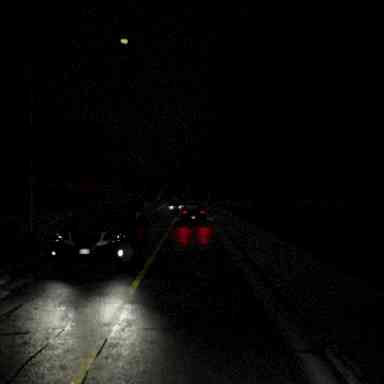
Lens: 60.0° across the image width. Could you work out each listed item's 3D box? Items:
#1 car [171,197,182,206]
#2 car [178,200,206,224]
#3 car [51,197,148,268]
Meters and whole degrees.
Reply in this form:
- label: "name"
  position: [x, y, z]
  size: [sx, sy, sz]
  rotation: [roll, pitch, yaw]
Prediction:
- label: "car"
  position: [-2.775, 1.715, 59.706]
  size: [1.882, 1.535, 5.008]
  rotation: [0, -1, 0]
- label: "car"
  position: [0.093, 1.548, 24.904]
  size: [1.812, 1.442, 4.674]
  rotation: [0, 0, 0]
- label: "car"
  position: [-2.853, 1.224, 11.601]
  size: [2.150, 2.045, 5.566]
  rotation: [0, 0, 0]
